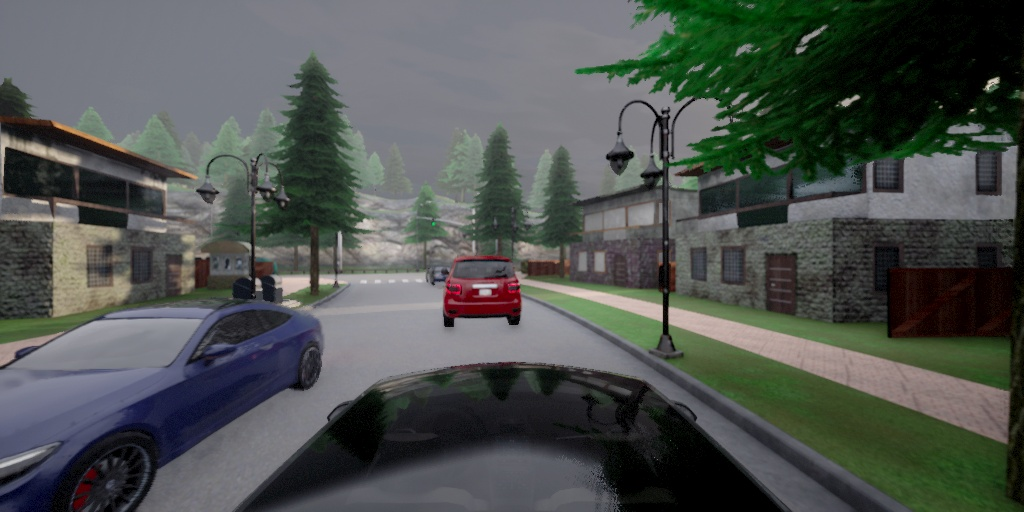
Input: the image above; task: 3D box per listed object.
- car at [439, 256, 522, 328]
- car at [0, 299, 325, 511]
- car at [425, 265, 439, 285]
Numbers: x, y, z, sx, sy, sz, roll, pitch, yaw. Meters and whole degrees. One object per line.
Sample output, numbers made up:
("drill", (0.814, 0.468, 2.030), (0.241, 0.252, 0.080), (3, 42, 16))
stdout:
("car", (-1.105, 1.003, 11.731), (2.150, 2.045, 5.566), (0, 0, -9))
("car", (-3.869, 1.284, 4.098), (1.812, 1.442, 4.674), (0, 0, -3))
("car", (-5.311, 1.371, 26.744), (2.033, 1.411, 5.357), (0, 0, -19))
